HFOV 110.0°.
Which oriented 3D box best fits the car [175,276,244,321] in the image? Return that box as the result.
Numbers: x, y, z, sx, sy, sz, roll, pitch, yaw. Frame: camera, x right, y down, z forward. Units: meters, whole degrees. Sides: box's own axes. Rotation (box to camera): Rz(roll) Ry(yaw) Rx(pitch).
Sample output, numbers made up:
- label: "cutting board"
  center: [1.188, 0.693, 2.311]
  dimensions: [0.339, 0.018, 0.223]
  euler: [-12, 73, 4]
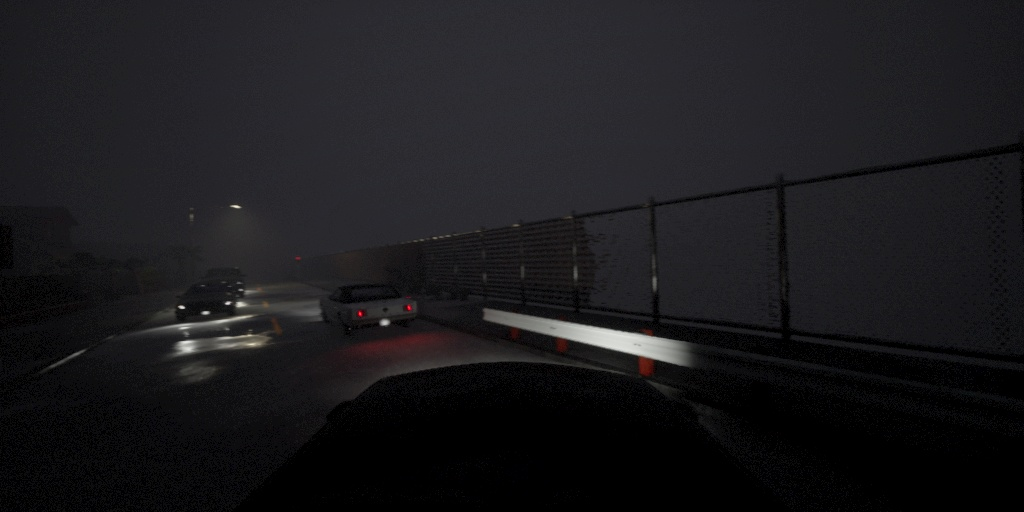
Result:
- label: "car"
  center: [-13.388, 1.870, 15.959]
  dimensions: [2.033, 1.411, 5.357]
  euler: [-2, 0, -36]

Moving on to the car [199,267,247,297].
- label: "car"
  center: [-19.392, 1.803, 24.198]
  dimensions: [2.150, 2.045, 5.566]
  euler: [-2, 0, -36]

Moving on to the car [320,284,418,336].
- label: "car"
  center: [-4.767, 1.558, 11.420]
  dimensions: [1.895, 1.301, 4.718]
  euler: [-2, 0, -37]

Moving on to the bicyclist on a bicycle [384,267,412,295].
- label: "bicyclist on a bicycle"
  center: [-6.715, 1.253, 20.675]
  dimensions: [1.656, 1.620, 0.582]
  euler: [-39, 20, -31]

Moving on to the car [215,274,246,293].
- label: "car"
  center: [-25.270, 2.399, 32.336]
  dimensions: [1.994, 1.385, 4.181]
  euler: [-2, 0, -36]
